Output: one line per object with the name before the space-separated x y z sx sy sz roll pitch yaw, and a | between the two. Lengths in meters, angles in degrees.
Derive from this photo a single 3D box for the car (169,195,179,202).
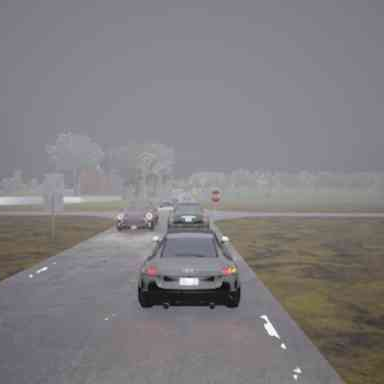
car | -3.760 1.314 69.137 1.882 1.535 5.008 0 0 -1

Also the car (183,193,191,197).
car | -1.158 1.345 79.687 1.994 1.385 4.181 0 0 -1

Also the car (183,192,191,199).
car | -1.302 0.951 89.696 2.097 1.767 4.553 0 0 -1

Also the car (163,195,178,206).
car | -3.521 1.463 48.107 1.994 1.385 4.181 0 0 -1

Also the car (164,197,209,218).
car | -0.220 1.323 17.886 2.097 1.767 4.553 0 0 -2

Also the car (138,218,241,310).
car | -0.041 1.552 7.896 1.994 1.385 4.181 0 0 0

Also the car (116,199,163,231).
car | -3.157 1.319 20.148 2.097 1.767 4.553 0 0 -1
